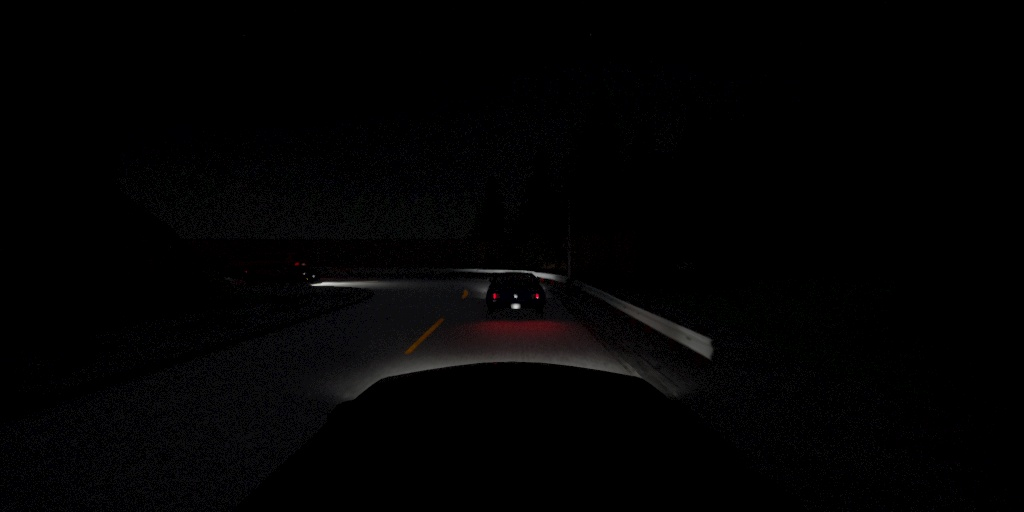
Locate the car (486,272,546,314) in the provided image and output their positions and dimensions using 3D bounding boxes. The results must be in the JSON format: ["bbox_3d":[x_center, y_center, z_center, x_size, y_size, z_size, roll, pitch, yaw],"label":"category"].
[{"bbox_3d":[0.071,1.241,13.214,1.895,1.301,4.718,0,1,-1],"label":"car"}]

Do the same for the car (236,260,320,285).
[{"bbox_3d":[-14.700,1.115,23.030,4.181,1.385,1.994,0,1,1],"label":"car"}]

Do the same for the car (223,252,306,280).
[{"bbox_3d":[-18.590,0.727,27.296,5.566,2.045,2.150,0,1,-3],"label":"car"}]
